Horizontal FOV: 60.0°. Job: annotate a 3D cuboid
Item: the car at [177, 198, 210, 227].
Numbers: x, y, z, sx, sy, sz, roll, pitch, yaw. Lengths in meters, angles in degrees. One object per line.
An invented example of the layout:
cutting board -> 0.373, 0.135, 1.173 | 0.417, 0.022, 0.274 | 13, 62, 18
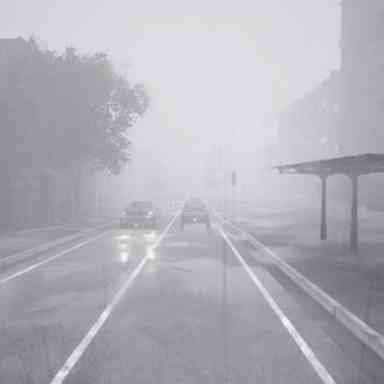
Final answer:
car -> 0.194, 1.414, 22.202 | 2.128, 1.511, 4.902 | 0, 0, 0

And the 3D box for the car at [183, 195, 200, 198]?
car -> 0.343, 1.167, 42.439 | 2.128, 1.511, 4.902 | 0, 1, 1

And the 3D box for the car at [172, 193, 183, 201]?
car -> -2.572, 0.923, 62.274 | 1.812, 1.442, 4.674 | 0, 1, 1

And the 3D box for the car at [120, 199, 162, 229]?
car -> -3.125, 1.284, 21.016 | 2.097, 1.767, 4.553 | 0, 0, 1
